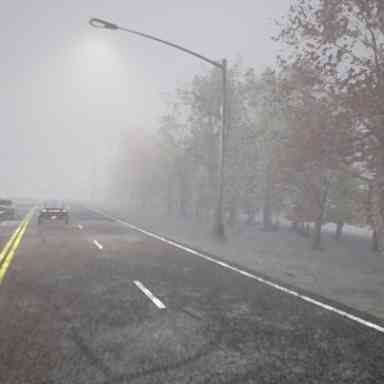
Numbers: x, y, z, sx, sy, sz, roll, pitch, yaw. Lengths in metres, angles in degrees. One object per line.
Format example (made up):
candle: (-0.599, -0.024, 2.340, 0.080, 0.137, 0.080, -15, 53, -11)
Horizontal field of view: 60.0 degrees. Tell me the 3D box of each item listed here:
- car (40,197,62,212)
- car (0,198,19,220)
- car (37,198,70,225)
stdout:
car: (-15.127, 1.318, 35.643, 1.994, 1.385, 4.181, 2, 0, -23)
car: (-14.127, 1.215, 24.839, 1.837, 1.490, 4.892, 2, 0, -24)
car: (-9.413, 1.347, 22.620, 2.128, 1.511, 4.902, 2, -1, -23)
